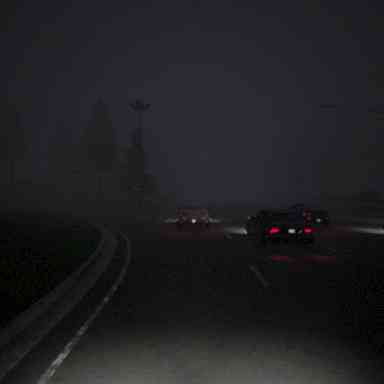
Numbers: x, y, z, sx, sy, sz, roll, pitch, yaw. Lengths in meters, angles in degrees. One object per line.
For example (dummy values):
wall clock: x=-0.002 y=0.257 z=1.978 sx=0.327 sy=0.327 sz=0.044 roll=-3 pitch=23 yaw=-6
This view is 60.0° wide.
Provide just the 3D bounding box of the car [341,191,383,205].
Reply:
car: x=24.381 y=0.892 z=47.694 sx=5.566 sy=2.045 sz=2.150 roll=1 pitch=1 yaw=41

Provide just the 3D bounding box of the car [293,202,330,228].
car: x=7.101 y=1.379 z=20.941 sx=1.812 sy=1.442 sz=4.674 roll=0 pitch=0 yaw=0

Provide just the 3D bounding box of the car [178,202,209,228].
car: x=0.101 y=1.379 z=20.951 sx=1.812 sy=1.442 sz=4.674 roll=0 pitch=0 yaw=0

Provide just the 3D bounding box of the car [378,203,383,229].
car: x=10.601 y=1.446 z=14.501 sx=2.033 sy=1.411 sz=5.357 roll=0 pitch=0 yaw=0

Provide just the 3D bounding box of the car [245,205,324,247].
car: x=3.601 y=1.446 z=14.505 sx=2.033 sy=1.411 sz=5.357 roll=0 pitch=0 yaw=0

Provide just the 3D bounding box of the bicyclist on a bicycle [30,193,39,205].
bicyclist on a bicycle: x=-21.409 y=0.986 z=45.272 sx=0.582 sy=1.620 sz=1.656 roll=0 pitch=1 yaw=17
